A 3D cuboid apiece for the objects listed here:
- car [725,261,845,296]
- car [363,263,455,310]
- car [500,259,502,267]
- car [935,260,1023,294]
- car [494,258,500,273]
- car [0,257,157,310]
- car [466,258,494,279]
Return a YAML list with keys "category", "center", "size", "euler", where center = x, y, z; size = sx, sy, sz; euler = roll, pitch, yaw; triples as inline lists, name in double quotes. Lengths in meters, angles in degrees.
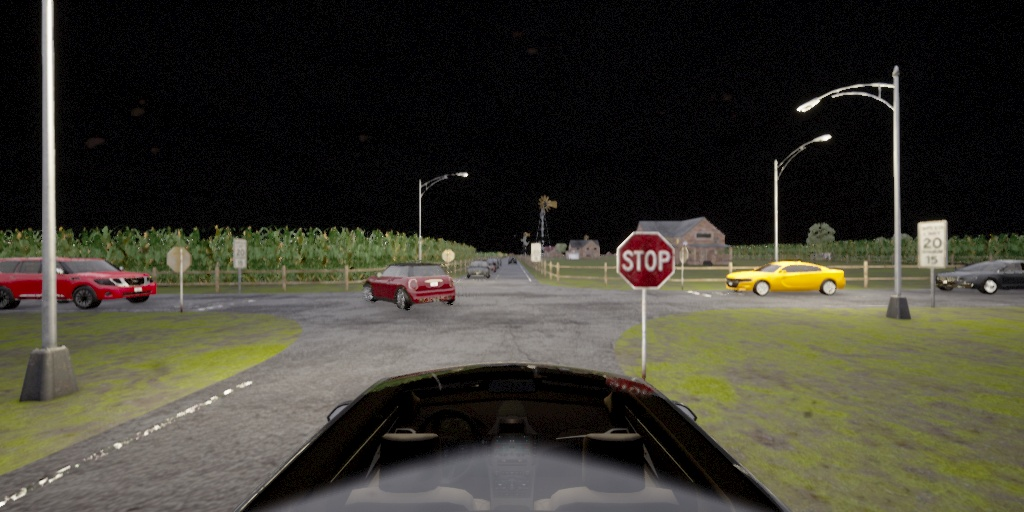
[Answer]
- category: "car"
  center: [12.983, 1.035, 17.219]
  size: [5.008, 1.535, 1.882]
  euler: [-1, 0, 0]
- category: "car"
  center: [-4.294, 1.049, 14.584]
  size: [2.097, 1.767, 4.553]
  euler: [-1, 1, -43]
- category: "car"
  center: [-2.733, 1.058, 50.515]
  size: [1.837, 1.490, 4.892]
  euler: [0, 0, 0]
- category: "car"
  center: [23.085, 0.972, 17.059]
  size: [4.892, 1.490, 1.837]
  euler: [-1, 0, 1]
- category: "car"
  center: [-2.749, 1.153, 40.495]
  size: [1.994, 1.385, 4.181]
  euler: [0, 0, 1]
- category: "car"
  center: [-18.250, 1.060, 14.903]
  size: [5.566, 2.045, 2.150]
  euler: [-1, 0, 1]
- category: "car"
  center: [-2.758, 1.131, 30.539]
  size: [1.837, 1.490, 4.892]
  euler: [0, 0, -1]
